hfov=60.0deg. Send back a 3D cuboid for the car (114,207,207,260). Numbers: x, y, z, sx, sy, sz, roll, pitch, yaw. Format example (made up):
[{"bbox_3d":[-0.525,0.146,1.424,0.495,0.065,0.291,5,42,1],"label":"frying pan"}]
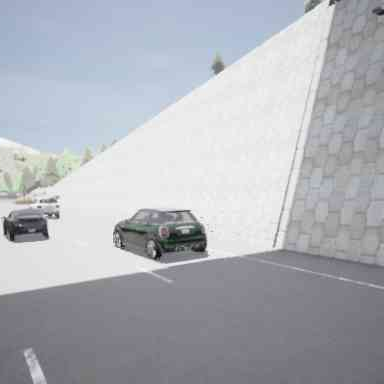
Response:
[{"bbox_3d":[-1.402,1.377,12.976,2.097,1.767,4.553,-1,0,-34],"label":"car"}]

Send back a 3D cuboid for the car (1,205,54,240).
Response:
[{"bbox_3d":[-9.287,1.704,18.506,1.837,1.490,4.892,-1,0,-34],"label":"car"}]

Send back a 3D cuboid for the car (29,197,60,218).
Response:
[{"bbox_3d":[-14.610,1.538,32.796,2.150,2.045,5.566,-1,0,-34],"label":"car"}]
